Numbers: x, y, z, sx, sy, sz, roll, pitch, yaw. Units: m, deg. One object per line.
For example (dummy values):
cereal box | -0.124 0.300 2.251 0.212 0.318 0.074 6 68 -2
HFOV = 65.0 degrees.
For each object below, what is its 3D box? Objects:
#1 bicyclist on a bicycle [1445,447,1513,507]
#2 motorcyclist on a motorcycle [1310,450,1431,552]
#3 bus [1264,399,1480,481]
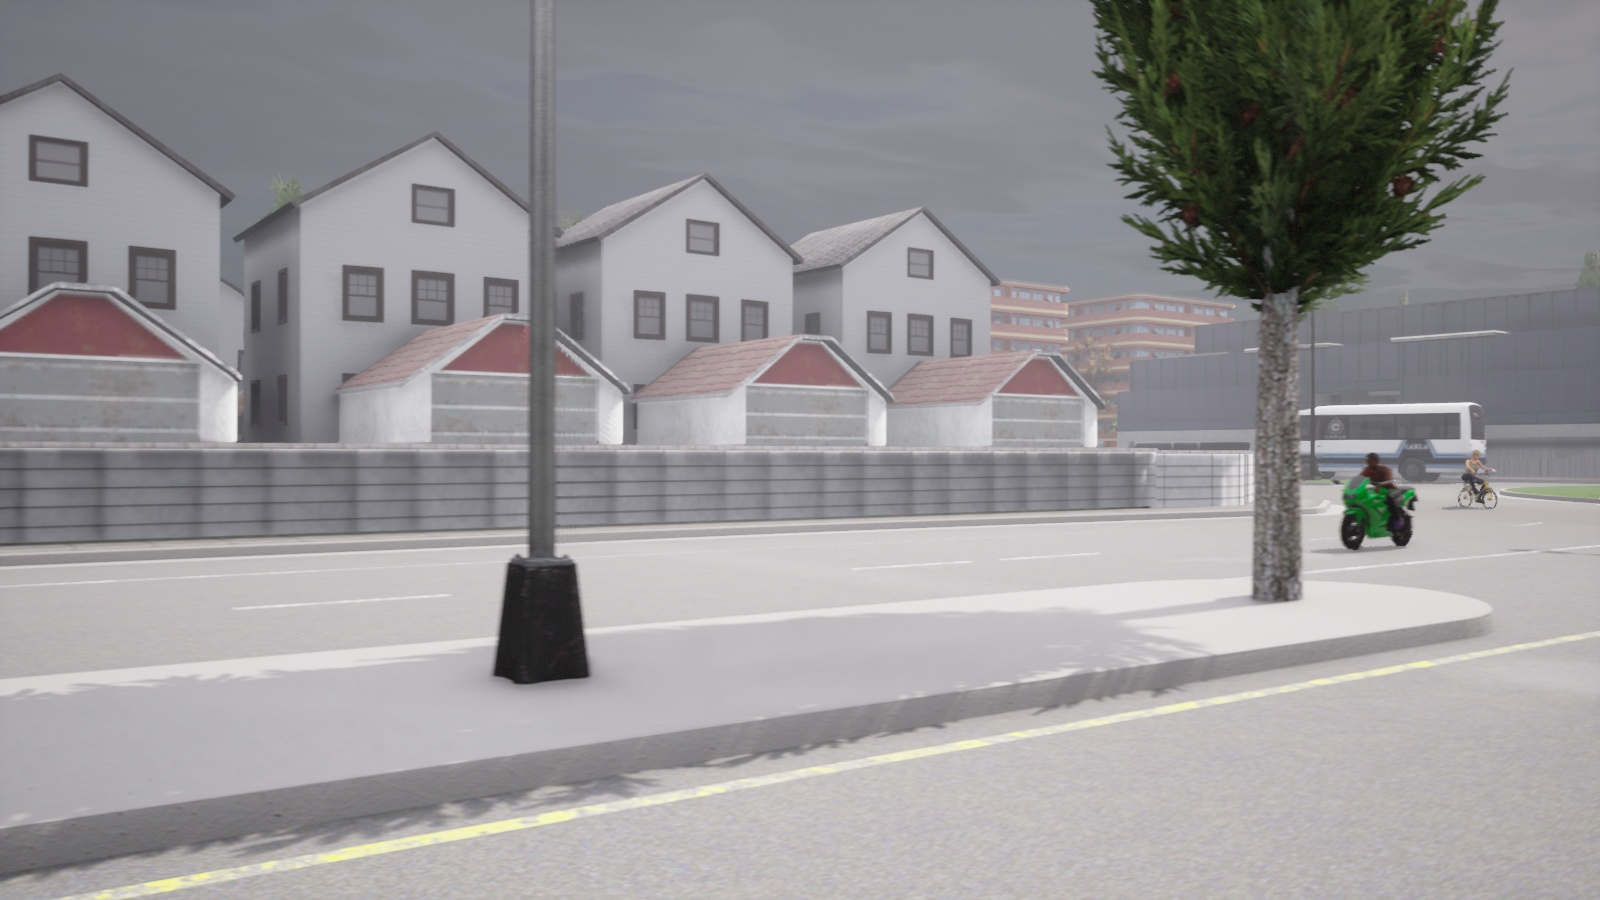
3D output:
bicyclist on a bicycle | 18.564 0.726 34.367 0.866 1.612 1.509 1 0 -11
motorcyclist on a motorcycle | 8.951 0.756 19.666 2.044 1.523 0.797 0 0 -35
bus | 31.750 -0.527 70.088 10.273 4.253 3.944 0 0 43
